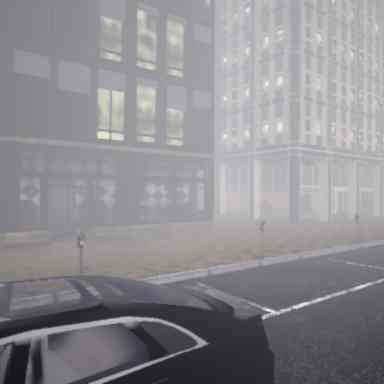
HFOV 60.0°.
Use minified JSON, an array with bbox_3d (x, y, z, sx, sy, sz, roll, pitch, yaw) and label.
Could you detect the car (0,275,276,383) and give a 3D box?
[{"bbox_3d":[-1.513,1.491,2.288,4.902,1.511,2.128,0,0,-35],"label":"car"}]
